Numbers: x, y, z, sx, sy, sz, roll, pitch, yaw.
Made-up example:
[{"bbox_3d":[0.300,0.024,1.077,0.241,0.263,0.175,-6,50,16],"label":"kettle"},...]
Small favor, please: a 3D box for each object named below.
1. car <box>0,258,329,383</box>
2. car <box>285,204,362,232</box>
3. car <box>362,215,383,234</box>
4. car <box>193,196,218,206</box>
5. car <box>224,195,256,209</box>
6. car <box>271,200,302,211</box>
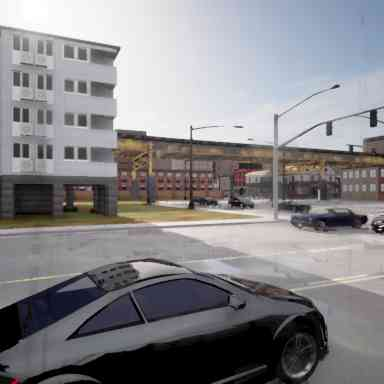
[{"bbox_3d":[-0.301,1.564,4.109,4.181,1.385,1.994,0,0,-30],"label":"car"},{"bbox_3d":[8.268,1.601,20.120,4.718,1.301,1.895,0,0,-24],"label":"car"},{"bbox_3d":[11.801,1.497,17.843,4.892,1.490,1.837,0,0,-24],"label":"car"},{"bbox_3d":[2.561,1.547,55.805,2.033,1.411,5.357,0,0,-21],"label":"car"},{"bbox_3d":[6.832,1.505,46.371,1.837,1.490,4.892,0,0,-25],"label":"car"},{"bbox_3d":[11.122,1.601,37.321,1.895,1.301,4.718,0,0,-26],"label":"car"}]
